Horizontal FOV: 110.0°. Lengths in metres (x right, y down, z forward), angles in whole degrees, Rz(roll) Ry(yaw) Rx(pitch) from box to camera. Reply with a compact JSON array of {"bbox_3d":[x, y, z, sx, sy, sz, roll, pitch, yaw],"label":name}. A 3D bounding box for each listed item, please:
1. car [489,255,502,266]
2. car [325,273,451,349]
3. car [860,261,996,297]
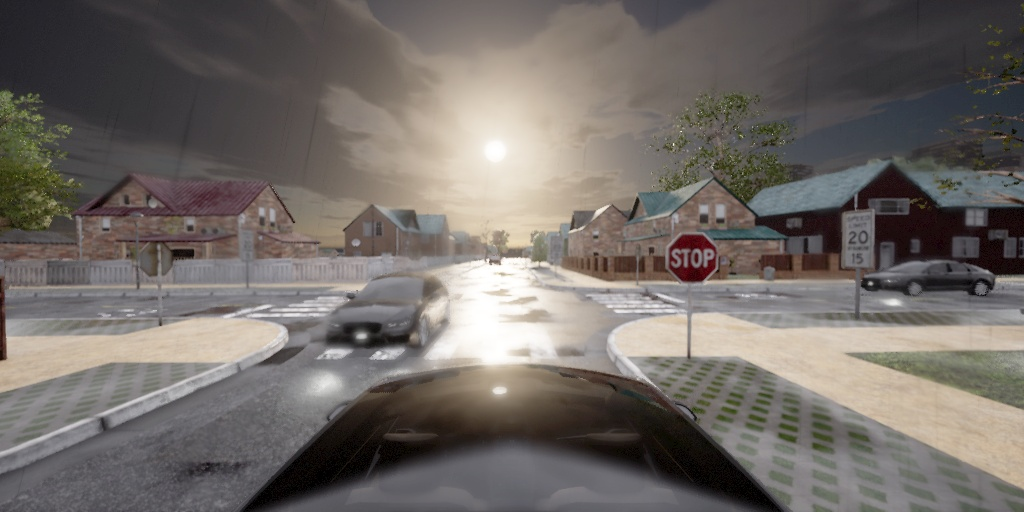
[{"bbox_3d":[-2.649,0.645,56.737,1.882,1.535,5.008,0,0,0],"label":"car"},{"bbox_3d":[-2.739,1.207,8.967,1.837,1.490,4.892,0,0,0],"label":"car"},{"bbox_3d":[18.342,0.970,15.957,4.892,1.490,1.837,0,1,-2],"label":"car"}]
